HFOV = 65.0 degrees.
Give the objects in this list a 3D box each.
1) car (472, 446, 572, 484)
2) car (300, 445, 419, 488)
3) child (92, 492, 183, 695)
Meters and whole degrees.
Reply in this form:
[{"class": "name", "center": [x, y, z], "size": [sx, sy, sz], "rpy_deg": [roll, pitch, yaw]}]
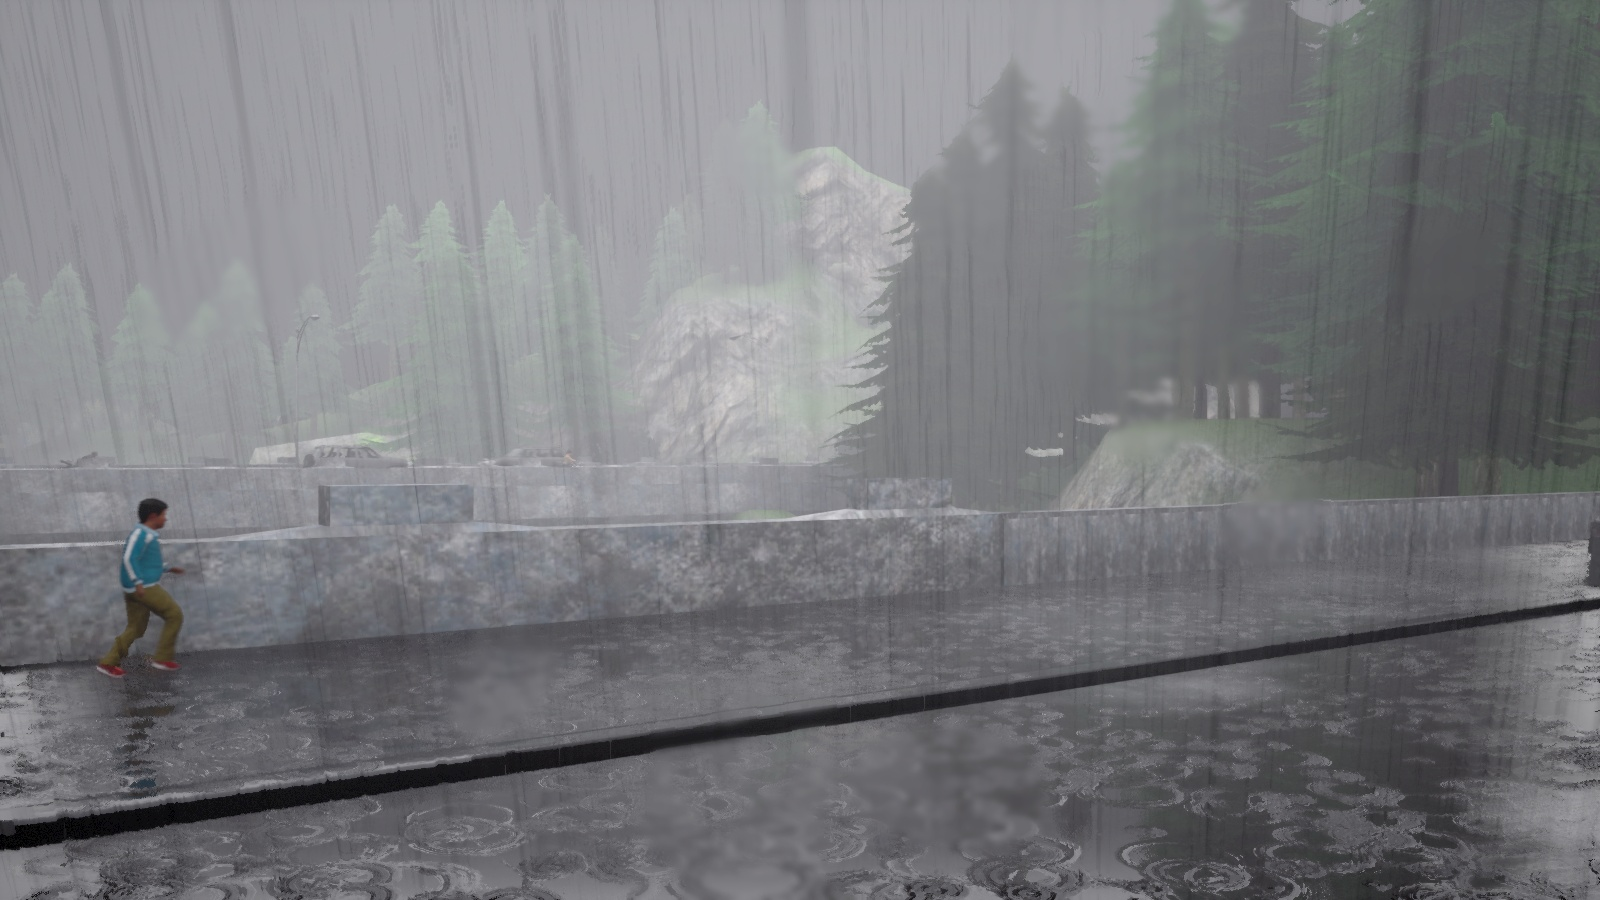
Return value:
[{"class": "car", "center": [-14.258, 0.749, 64.445], "size": [4.605, 1.855, 1.932], "rpy_deg": [0, 0, -35]}, {"class": "car", "center": [-19.576, 0.737, 55.859], "size": [4.605, 1.855, 1.932], "rpy_deg": [1, -1, -35]}, {"class": "child", "center": [-4.092, 0.862, 7.759], "size": [0.448, 1.192, 0.343], "rpy_deg": [0, 0, -36]}]
